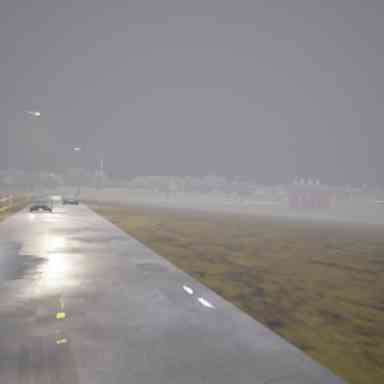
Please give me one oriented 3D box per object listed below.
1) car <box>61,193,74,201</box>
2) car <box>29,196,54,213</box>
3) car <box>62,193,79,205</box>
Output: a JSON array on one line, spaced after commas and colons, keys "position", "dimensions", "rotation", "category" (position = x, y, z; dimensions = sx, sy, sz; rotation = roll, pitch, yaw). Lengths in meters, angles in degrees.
[{"position": [-23.545, 0.968, 62.771], "dimensions": [2.033, 1.411, 5.357], "rotation": [2, -1, -21], "category": "car"}, {"position": [-13.667, 1.084, 30.389], "dimensions": [2.033, 1.411, 5.357], "rotation": [2, 0, -22], "category": "car"}, {"position": [-16.956, 1.082, 46.520], "dimensions": [1.994, 1.385, 4.181], "rotation": [2, -1, -22], "category": "car"}]
